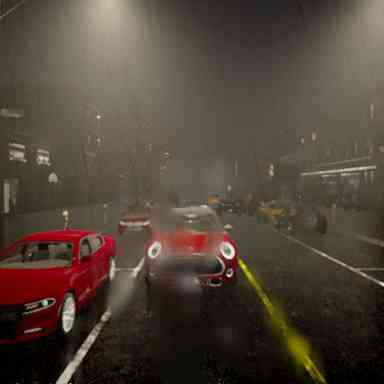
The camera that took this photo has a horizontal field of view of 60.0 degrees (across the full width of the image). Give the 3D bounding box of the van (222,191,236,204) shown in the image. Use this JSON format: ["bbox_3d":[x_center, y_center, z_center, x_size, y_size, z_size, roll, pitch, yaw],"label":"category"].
[{"bbox_3d":[5.603,0.835,50.913,1.690,1.788,3.998,-1,1,0],"label":"van"}]

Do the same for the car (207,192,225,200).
[{"bbox_3d":[2.997,1.025,45.494,1.882,1.535,5.008,0,1,0],"label":"car"}]

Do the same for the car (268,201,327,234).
[{"bbox_3d":[5.658,1.390,17.627,1.947,1.339,4.313,-1,1,0],"label":"car"}]

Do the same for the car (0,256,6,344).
[{"bbox_3d":[-2.698,1.429,0.966,1.967,1.590,4.097,-1,1,0],"label":"car"}]

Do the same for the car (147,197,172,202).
[{"bbox_3d":[-2.732,1.320,23.159,2.008,1.369,4.403,-1,1,0],"label":"car"}]

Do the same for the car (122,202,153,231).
[{"bbox_3d":[-2.722,1.406,17.611,1.802,1.307,4.206,-1,1,0],"label":"car"}]

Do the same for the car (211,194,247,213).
[{"bbox_3d":[3.020,1.211,28.377,2.128,1.511,4.902,0,1,0],"label":"car"}]

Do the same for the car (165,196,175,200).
[{"bbox_3d":[-2.740,1.296,28.708,1.802,1.307,4.206,-1,1,0],"label":"car"}]

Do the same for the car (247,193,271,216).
[{"bbox_3d":[5.638,1.030,28.720,2.192,1.841,5.009,-1,1,0],"label":"car"}]

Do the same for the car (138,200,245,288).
[{"bbox_3d":[-0.016,1.260,9.147,2.097,1.767,4.553,0,1,0],"label":"car"}]

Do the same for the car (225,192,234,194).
[{"bbox_3d":[5.614,1.073,45.536,1.752,1.417,4.829,-1,1,0],"label":"car"}]

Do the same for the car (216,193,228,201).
[{"bbox_3d":[5.588,0.907,62.181,1.752,1.417,4.829,-1,1,0],"label":"car"}]

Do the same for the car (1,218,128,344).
[{"bbox_3d":[-2.705,1.479,6.515,1.887,1.381,4.507,-1,1,0],"label":"car"}]

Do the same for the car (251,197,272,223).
[{"bbox_3d":[5.650,1.293,23.343,1.752,1.417,4.829,-1,1,0],"label":"car"}]

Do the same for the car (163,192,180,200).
[{"bbox_3d":[-2.768,0.864,45.349,2.192,1.841,5.009,-1,1,0],"label":"car"}]
